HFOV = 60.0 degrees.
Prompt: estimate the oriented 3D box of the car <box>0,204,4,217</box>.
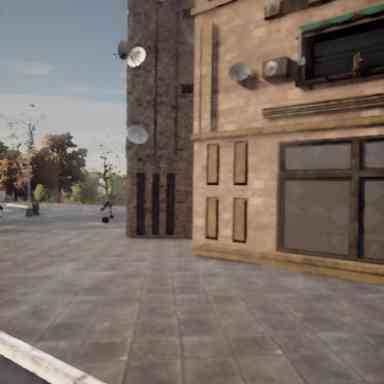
[{"bbox_3d":[-15.843,1.208,24.709,1.882,1.535,5.008,1,1,-6],"label":"car"}]
